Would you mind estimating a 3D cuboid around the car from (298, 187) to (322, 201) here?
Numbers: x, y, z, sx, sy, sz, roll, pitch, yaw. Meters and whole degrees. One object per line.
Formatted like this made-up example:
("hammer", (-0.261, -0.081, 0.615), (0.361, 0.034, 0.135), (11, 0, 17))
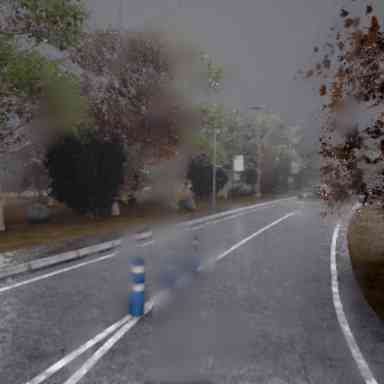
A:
("car", (13.848, 0.166, 38.885), (2.128, 1.511, 4.902), (0, 3, 32))
